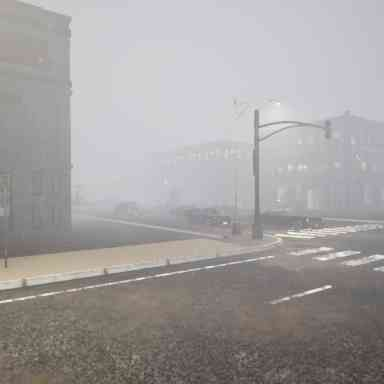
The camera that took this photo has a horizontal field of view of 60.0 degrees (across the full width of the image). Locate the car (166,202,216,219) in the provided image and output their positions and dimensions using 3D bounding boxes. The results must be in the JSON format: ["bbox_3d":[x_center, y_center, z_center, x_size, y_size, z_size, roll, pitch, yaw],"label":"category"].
[{"bbox_3d":[-0.198,1.890,31.265,1.895,1.301,4.718,-1,0,-36],"label":"car"}]

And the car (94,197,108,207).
[{"bbox_3d":[-16.207,1.939,63.610,2.192,1.841,5.009,-1,0,-36],"label":"car"}]

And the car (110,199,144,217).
[{"bbox_3d":[-6.935,1.846,36.217,1.967,1.590,4.097,-1,0,-36],"label":"car"}]

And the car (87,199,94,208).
[{"bbox_3d":[-19.233,2.159,63.414,2.128,1.511,4.902,-1,0,-36],"label":"car"}]

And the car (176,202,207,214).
[{"bbox_3d":[-0.114,1.903,41.091,1.802,1.307,4.206,-2,0,-36],"label":"car"}]

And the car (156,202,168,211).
[{"bbox_3d":[-3.330,1.966,45.594,1.802,1.307,4.206,-2,0,-36],"label":"car"}]

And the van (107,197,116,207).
[{"bbox_3d":[-12.989,1.906,59.106,1.690,1.788,3.998,-1,0,-36],"label":"van"}]

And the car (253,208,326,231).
[{"bbox_3d":[6.267,1.756,21.779,1.895,1.301,4.718,-1,0,-32],"label":"car"}]

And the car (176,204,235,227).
[{"bbox_3d":[1.035,1.814,24.856,1.947,1.339,4.313,-2,0,-36],"label":"car"}]

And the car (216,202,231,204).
[{"bbox_3d":[3.103,1.809,36.587,2.008,1.369,4.403,-2,0,-36],"label":"car"}]

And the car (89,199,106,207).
[{"bbox_3d":[-19.419,2.227,68.114,1.887,1.381,4.507,-1,0,-36],"label":"car"}]
